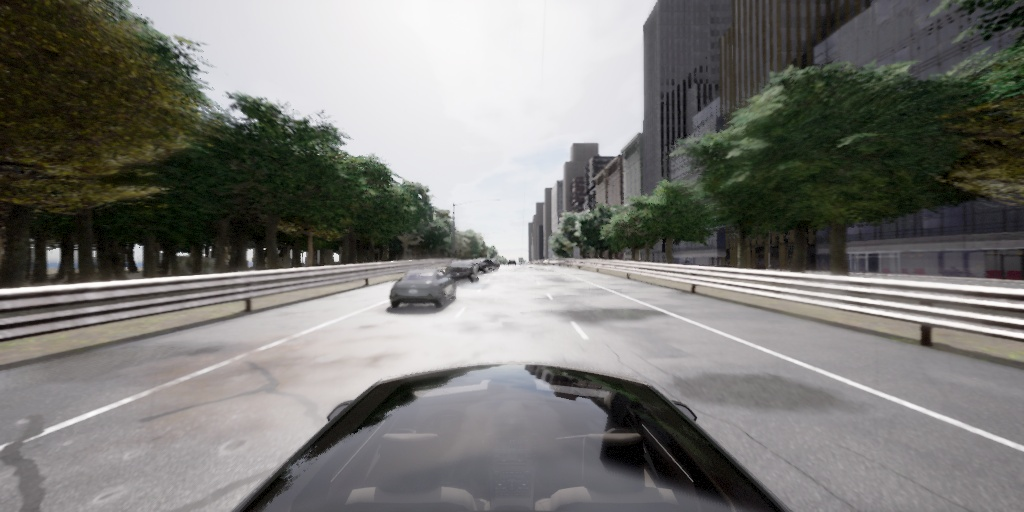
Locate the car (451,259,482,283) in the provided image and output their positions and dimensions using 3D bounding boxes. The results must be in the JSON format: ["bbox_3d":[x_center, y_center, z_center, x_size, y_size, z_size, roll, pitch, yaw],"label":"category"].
[{"bbox_3d":[-3.492,1.035,25.697,1.882,1.535,5.008,0,0,0],"label":"car"}]

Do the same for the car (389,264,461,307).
[{"bbox_3d":[-3.495,1.210,14.694,1.994,1.385,4.181,0,0,0],"label":"car"}]

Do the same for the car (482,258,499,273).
[{"bbox_3d":[-2.937,1.011,37.606,1.837,1.490,4.892,-1,0,18],"label":"car"}]
